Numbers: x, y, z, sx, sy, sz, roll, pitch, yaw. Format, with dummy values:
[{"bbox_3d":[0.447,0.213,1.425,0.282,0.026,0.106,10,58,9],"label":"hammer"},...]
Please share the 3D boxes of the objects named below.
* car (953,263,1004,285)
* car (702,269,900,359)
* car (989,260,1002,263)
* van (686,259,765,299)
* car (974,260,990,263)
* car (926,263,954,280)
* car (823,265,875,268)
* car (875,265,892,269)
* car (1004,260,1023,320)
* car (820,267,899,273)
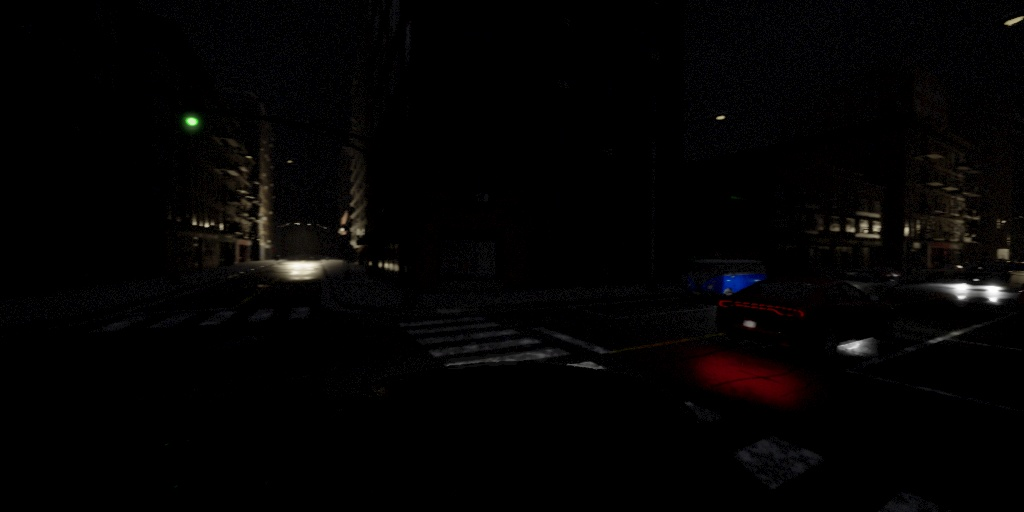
[{"bbox_3d":[35.751,1.422,27.133,4.718,1.301,1.895,0,1,-28],"label":"car"},{"bbox_3d":[7.000,1.235,8.457,5.008,1.535,1.882,0,1,-28],"label":"car"},{"bbox_3d":[47.598,1.393,36.544,4.313,1.339,1.948,0,0,-28],"label":"car"},{"bbox_3d":[9.544,1.038,15.990,3.998,1.789,1.690,0,0,-28],"label":"van"},{"bbox_3d":[42.842,1.362,33.975,4.403,1.370,2.007,0,0,-28],"label":"car"},{"bbox_3d":[37.936,1.321,31.325,4.829,1.417,1.751,0,0,-28],"label":"car"},{"bbox_3d":[19.058,1.296,21.129,4.313,1.339,1.948,0,0,-28],"label":"car"},{"bbox_3d":[23.815,1.292,23.698,4.507,1.381,1.888,0,0,-28],"label":"car"},{"bbox_3d":[18.158,1.146,11.425,5.009,1.841,2.192,0,0,-28],"label":"car"},{"bbox_3d":[15.309,1.351,16.187,4.718,1.301,1.895,0,1,-28],"label":"car"}]
